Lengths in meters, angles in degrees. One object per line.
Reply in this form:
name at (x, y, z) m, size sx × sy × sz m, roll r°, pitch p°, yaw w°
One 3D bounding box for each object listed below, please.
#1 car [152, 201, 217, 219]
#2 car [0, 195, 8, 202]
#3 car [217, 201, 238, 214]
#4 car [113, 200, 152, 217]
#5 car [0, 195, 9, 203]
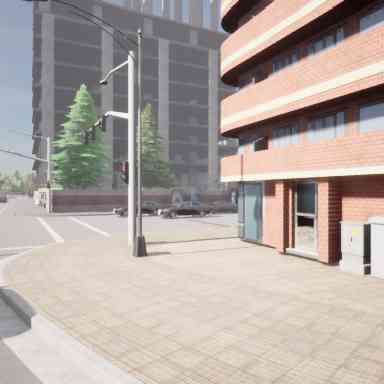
car at (-0.644, 1.547, 29.811) m, size 4.902 × 1.511 × 2.128 m, roll 0°, pitch 0°, yaw -27°
car at (-42.472, 1.500, 74.885) m, size 1.837 × 1.490 × 4.892 m, roll 0°, pitch 0°, yaw -27°
car at (3.016, 1.619, 35.566) m, size 4.181 × 1.385 × 1.994 m, roll 0°, pitch 0°, yaw -27°
car at (-4.949, 1.547, 31.568) m, size 4.902 × 1.511 × 2.128 m, roll 0°, pitch 0°, yaw -27°
car at (-37.951, 1.595, 66.027) m, size 1.895 × 1.301 × 4.718 m, roll 0°, pitch 0°, yaw -27°
